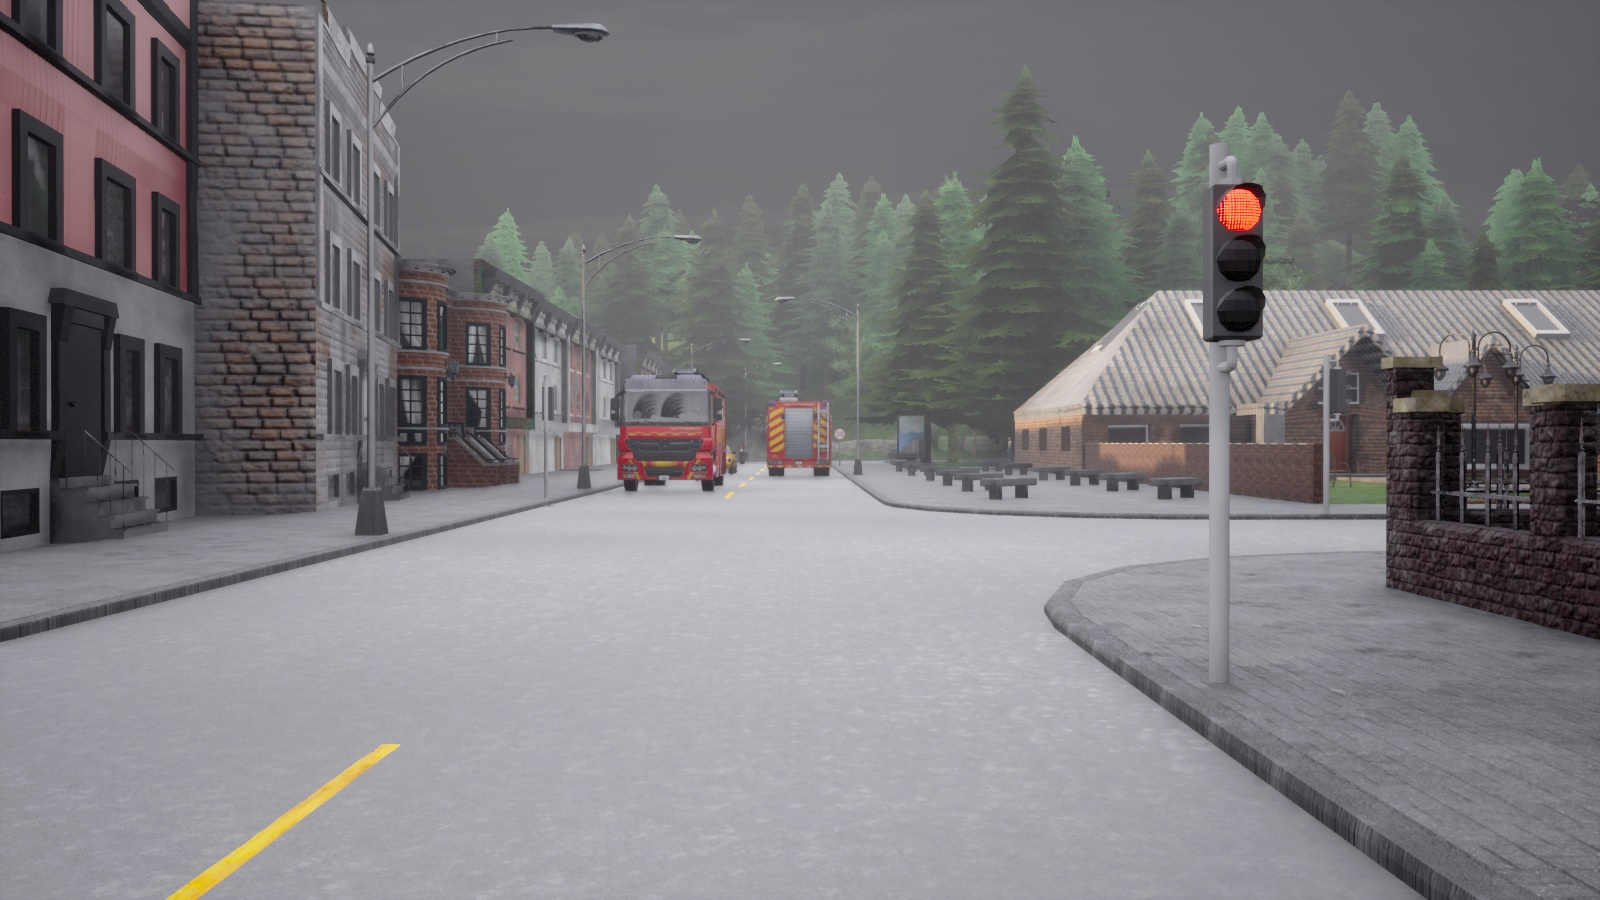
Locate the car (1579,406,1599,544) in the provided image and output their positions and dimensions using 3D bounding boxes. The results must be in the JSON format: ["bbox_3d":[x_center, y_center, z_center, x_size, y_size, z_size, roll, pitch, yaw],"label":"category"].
[{"bbox_3d":[14.694,0.375,18.153,5.566,2.045,2.150,0,0,-1],"label":"car"}]

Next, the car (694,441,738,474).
[{"bbox_3d":[-4.048,0.337,61.150,1.801,1.575,5.366,0,0,0],"label":"car"}]

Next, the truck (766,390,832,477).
[{"bbox_3d":[-0.048,-0.755,59.735,2.891,3.827,8.468,0,0,0],"label":"truck"}]

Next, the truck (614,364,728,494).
[{"bbox_3d":[-4.048,-0.654,41.252,2.891,3.827,8.468,0,0,0],"label":"truck"}]
